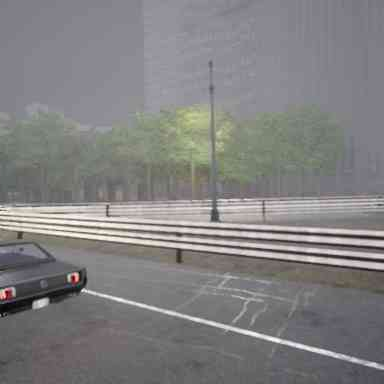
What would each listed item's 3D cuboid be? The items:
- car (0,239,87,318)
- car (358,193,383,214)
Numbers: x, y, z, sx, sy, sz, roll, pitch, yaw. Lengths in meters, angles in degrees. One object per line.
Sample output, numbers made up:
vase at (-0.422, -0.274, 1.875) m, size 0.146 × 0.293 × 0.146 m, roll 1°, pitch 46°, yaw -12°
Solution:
car at (-4.452, 1.698, 7.156) m, size 4.718 × 1.301 × 1.895 m, roll -1°, pitch -1°, yaw 36°
car at (15.992, 0.828, 27.076) m, size 4.553 × 1.767 × 2.097 m, roll -2°, pitch -1°, yaw -4°
